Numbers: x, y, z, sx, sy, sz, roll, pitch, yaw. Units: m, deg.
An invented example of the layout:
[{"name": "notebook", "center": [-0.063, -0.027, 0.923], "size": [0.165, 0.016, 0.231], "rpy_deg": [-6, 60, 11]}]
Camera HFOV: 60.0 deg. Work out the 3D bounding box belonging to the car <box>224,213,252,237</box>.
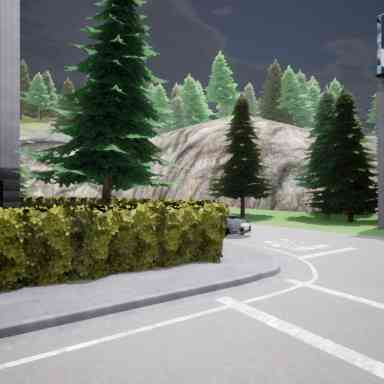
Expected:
[{"name": "car", "center": [1.214, 1.668, 19.329], "size": [2.128, 1.511, 4.902], "rpy_deg": [0, 0, -42]}]
